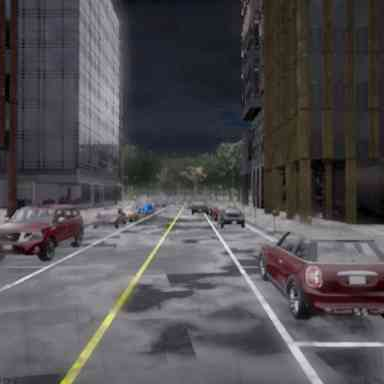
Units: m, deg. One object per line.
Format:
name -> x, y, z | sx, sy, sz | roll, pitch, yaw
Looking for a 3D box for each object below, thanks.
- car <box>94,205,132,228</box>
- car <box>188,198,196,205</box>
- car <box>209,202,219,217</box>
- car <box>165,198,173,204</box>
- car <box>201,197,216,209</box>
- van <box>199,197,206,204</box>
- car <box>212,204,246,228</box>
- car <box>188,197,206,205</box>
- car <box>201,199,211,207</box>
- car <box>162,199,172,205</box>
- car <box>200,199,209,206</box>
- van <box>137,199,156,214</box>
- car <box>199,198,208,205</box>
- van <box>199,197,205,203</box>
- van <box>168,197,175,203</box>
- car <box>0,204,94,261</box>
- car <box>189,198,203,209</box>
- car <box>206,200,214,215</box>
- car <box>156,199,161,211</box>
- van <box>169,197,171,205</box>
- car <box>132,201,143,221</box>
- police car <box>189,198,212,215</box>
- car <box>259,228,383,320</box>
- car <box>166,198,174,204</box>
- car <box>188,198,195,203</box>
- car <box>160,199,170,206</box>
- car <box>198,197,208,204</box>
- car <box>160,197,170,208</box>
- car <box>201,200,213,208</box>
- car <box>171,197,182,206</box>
car -> -5.770, 1.808, 23.792 | 1.802, 1.307, 4.206 | 0, -1, 0
car -> -0.021, 2.112, 74.489 | 1.837, 1.490, 4.892 | 0, -1, 0
car -> 2.754, 1.822, 29.232 | 1.887, 1.381, 4.507 | 0, -1, 0
car -> -5.788, 2.337, 83.433 | 1.752, 1.417, 4.829 | 0, -1, 0
car -> 2.745, 1.856, 56.420 | 2.192, 1.841, 5.009 | 0, -1, 0
van -> 2.736, 2.210, 89.044 | 1.690, 1.788, 3.998 | 0, -1, 0
car -> 2.755, 1.776, 23.794 | 2.008, 1.369, 4.403 | 0, -1, 0
car -> 0.886, 1.814, 48.345 | 2.097, 1.767, 4.553 | 0, -1, 0
car -> 2.742, 2.176, 67.463 | 1.752, 1.417, 4.829 | 0, -1, 0
car -> -5.786, 2.324, 78.165 | 1.947, 1.339, 4.313 | 0, -1, 0
car -> 2.741, 2.248, 72.730 | 1.887, 1.381, 4.507 | 0, -1, 0
van -> -5.775, 1.723, 40.106 | 1.690, 1.788, 3.998 | 0, -1, 0
car -> 2.739, 2.198, 78.168 | 1.967, 1.590, 4.097 | 0, -1, 0
van -> 2.734, 2.266, 94.481 | 1.690, 1.788, 3.998 | 0, -1, 0
van -> -5.791, 2.266, 94.479 | 1.690, 1.788, 3.998 | 0, -1, 0
car -> -5.767, 1.438, 12.919 | 2.192, 1.841, 5.009 | 0, -1, 0
car -> 0.701, 1.873, 54.372 | 2.097, 1.767, 4.553 | 0, -1, 2
car -> 2.752, 1.875, 34.669 | 1.887, 1.381, 4.507 | 0, -1, 0
car -> -5.776, 1.986, 45.541 | 2.008, 1.369, 4.403 | 0, -1, 0
van -> -5.783, 1.990, 67.292 | 1.690, 1.788, 3.998 | 0, -1, 0
car -> -5.772, 1.801, 29.060 | 1.752, 1.417, 4.829 | 0, -1, 0
police car -> 0.889, 1.792, 38.484 | 1.930, 1.638, 5.238 | 0, -1, 0
car -> 2.760, 1.511, 7.483 | 1.967, 1.590, 4.097 | 0, -1, 0
car -> -5.790, 2.309, 89.041 | 1.967, 1.590, 4.097 | 0, -1, 0
car -> -0.026, 2.251, 89.595 | 1.837, 1.490, 4.892 | 0, -1, 0
car -> -5.785, 2.227, 72.558 | 1.752, 1.417, 4.829 | 0, -1, 0
car -> 2.737, 2.129, 83.607 | 2.192, 1.841, 5.009 | 0, -1, 0
car -> -5.781, 2.161, 61.853 | 1.947, 1.339, 4.313 | 0, -1, 0
car -> 2.744, 2.146, 61.855 | 2.008, 1.369, 4.403 | 0, -1, 0
car -> -3.020, 2.213, 71.198 | 2.128, 1.511, 4.902 | 0, -1, 0
